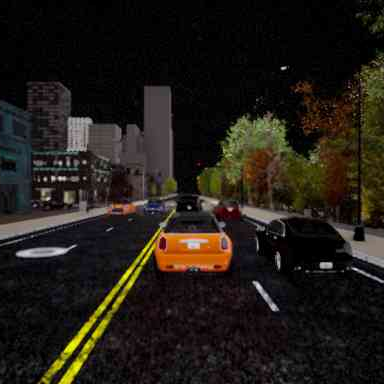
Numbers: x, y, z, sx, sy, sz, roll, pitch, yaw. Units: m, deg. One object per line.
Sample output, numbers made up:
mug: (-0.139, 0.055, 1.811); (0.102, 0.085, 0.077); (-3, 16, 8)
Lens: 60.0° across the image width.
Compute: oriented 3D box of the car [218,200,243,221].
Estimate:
car: (2.997, 1.449, 28.481); (2.097, 1.767, 4.553); (0, 0, -1)

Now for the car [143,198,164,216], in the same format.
car: (-3.767, 1.468, 33.995); (2.097, 1.767, 4.553); (0, 0, -1)

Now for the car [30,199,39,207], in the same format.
car: (-29.153, 2.024, 59.833); (4.403, 1.369, 2.008); (-1, 1, -1)

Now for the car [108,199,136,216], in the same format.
car: (-7.011, 1.467, 33.490); (2.097, 1.767, 4.553); (0, 0, -1)

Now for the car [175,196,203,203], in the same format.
car: (-0.247, 1.317, 28.189); (2.150, 2.045, 5.566); (0, 0, -1)

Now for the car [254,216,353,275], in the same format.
car: (3.267, 1.542, 10.590); (1.837, 1.490, 4.892); (0, 0, -1)

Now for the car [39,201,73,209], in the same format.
car: (-20.683, 1.997, 51.458); (4.313, 1.339, 1.947); (-1, 1, -1)

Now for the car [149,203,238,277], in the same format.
car: (0.018, 1.388, 10.532); (2.097, 1.767, 4.553); (0, 0, -1)
